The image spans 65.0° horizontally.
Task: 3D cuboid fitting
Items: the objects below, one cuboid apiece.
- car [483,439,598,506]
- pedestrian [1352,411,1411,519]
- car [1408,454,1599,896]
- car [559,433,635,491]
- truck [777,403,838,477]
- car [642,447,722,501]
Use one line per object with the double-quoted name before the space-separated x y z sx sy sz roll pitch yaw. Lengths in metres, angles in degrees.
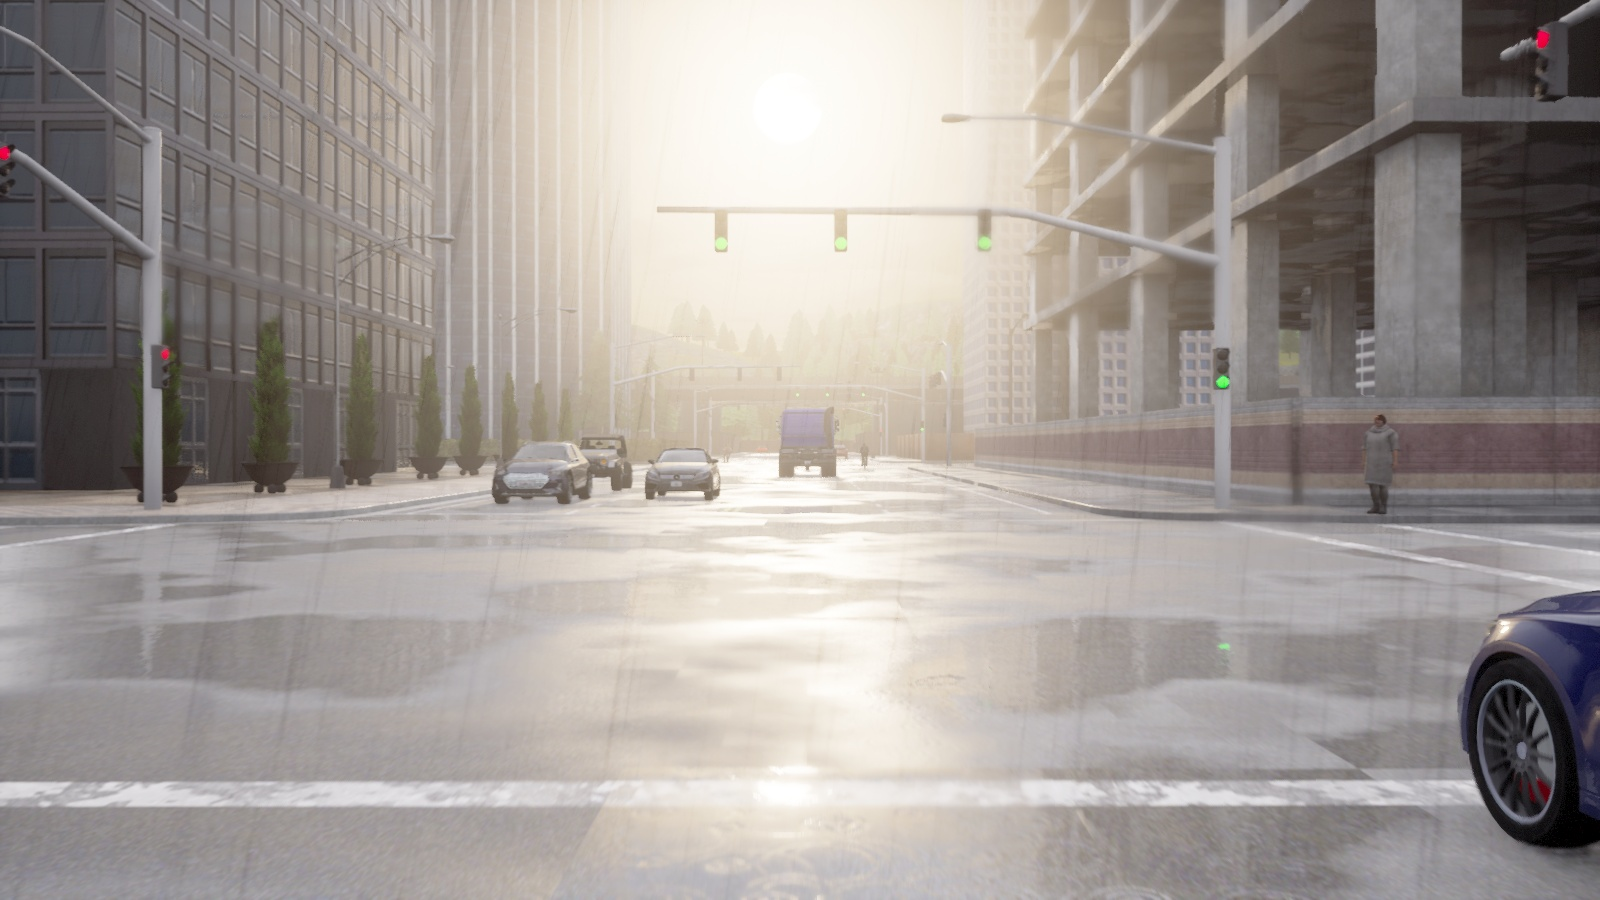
"car" -6.793 0.544 33.449 2.033 1.649 4.856 0 0 0
"pedestrian" 10.707 0.264 23.119 0.873 1.952 0.659 0 0 -37
"car" 3.533 0.757 3.103 1.812 1.442 4.674 0 0 0
"car" -6.744 0.377 42.111 1.905 1.878 3.866 0 0 0
"truck" 0.376 -0.473 62.763 2.891 3.462 7.936 0 0 0
"car" -3.280 0.634 35.680 1.812 1.442 4.674 0 0 0
